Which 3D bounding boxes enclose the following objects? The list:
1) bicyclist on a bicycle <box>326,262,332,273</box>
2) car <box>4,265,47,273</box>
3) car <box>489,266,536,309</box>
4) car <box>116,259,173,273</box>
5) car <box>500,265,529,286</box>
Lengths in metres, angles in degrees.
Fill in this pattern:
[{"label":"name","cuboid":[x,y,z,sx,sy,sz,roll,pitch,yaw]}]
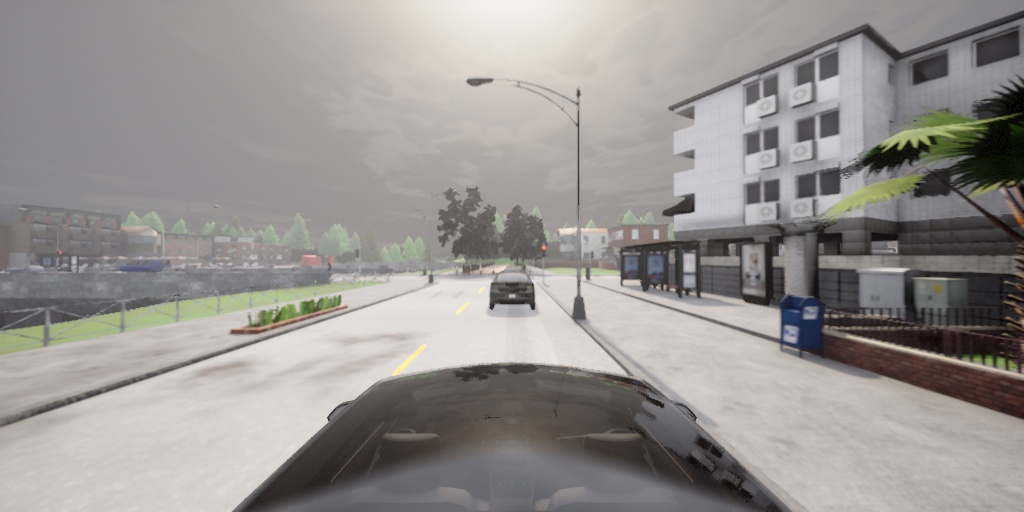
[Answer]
[{"label":"bicyclist on a bicycle","cuboid":[-23.418,1.579,45.902,0.582,1.620,1.656,0,0,0]},{"label":"car","cuboid":[-50.255,1.666,37.576,4.674,1.442,1.812,0,-1,0]},{"label":"car","cuboid":[0.029,1.383,16.070,1.882,1.535,5.008,0,0,0]},{"label":"car","cuboid":[-42.647,1.407,41.602,5.566,2.045,2.150,0,-1,0]},{"label":"car","cuboid":[0.296,1.567,30.283,1.837,1.490,4.892,0,0,7]}]
